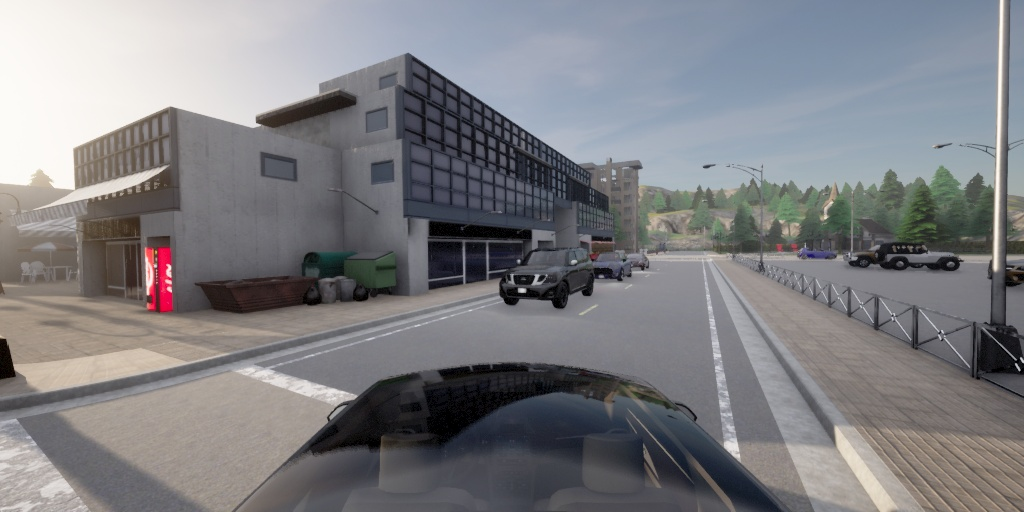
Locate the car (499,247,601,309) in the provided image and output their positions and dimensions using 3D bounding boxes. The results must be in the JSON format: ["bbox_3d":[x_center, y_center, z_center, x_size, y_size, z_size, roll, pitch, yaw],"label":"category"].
[{"bbox_3d":[1.607,0.686,13.959,2.150,2.045,5.566,0,1,28],"label":"car"}]

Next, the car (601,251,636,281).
[{"bbox_3d":[6.188,0.550,22.663,2.097,1.767,4.553,0,2,28],"label":"car"}]

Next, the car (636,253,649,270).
[{"bbox_3d":[10.959,0.446,31.715,1.812,1.442,4.674,0,2,28],"label":"car"}]
